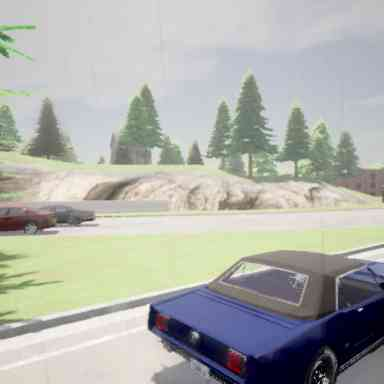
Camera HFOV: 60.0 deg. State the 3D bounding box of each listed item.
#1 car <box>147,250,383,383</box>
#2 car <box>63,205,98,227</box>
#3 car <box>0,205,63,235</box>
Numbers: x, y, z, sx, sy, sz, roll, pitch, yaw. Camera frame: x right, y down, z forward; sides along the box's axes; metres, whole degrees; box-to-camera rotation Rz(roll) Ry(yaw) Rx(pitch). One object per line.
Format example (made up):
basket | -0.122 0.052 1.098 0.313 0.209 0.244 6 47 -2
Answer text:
car | 1.813 1.557 4.917 4.718 1.301 1.895 -1 0 -39
car | -9.025 1.541 21.896 5.357 1.411 2.033 -1 0 -8
car | -10.048 1.502 18.166 5.008 1.535 1.882 0 0 -9
